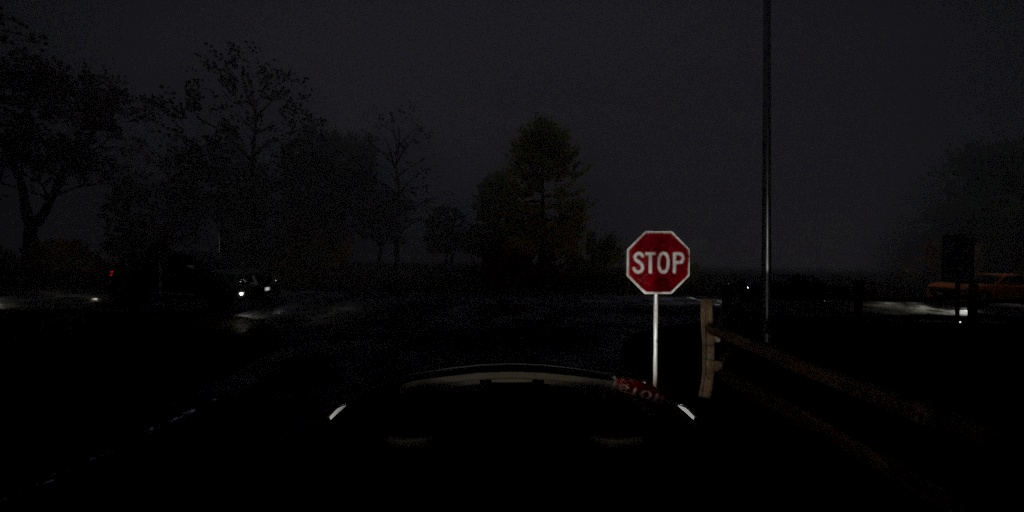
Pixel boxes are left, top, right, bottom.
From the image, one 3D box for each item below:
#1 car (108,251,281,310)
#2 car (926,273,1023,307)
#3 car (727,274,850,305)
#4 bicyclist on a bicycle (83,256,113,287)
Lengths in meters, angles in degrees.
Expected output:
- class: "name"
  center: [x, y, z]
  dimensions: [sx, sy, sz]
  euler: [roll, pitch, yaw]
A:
- class: "car"
  center: [-11.974, 0.842, 13.675]
  dimensions: [5.566, 2.045, 2.150]
  euler: [1, 1, 3]
- class: "car"
  center: [22.689, 1.540, 16.913]
  dimensions: [5.008, 1.535, 1.882]
  euler: [1, 1, 0]
- class: "car"
  center: [12.789, 1.522, 16.907]
  dimensions: [4.718, 1.301, 1.895]
  euler: [1, 1, 0]
- class: "bicyclist on a bicycle"
  center: [-22.709, 0.849, 19.789]
  dimensions: [0.582, 1.620, 1.656]
  euler: [1, 0, 0]
